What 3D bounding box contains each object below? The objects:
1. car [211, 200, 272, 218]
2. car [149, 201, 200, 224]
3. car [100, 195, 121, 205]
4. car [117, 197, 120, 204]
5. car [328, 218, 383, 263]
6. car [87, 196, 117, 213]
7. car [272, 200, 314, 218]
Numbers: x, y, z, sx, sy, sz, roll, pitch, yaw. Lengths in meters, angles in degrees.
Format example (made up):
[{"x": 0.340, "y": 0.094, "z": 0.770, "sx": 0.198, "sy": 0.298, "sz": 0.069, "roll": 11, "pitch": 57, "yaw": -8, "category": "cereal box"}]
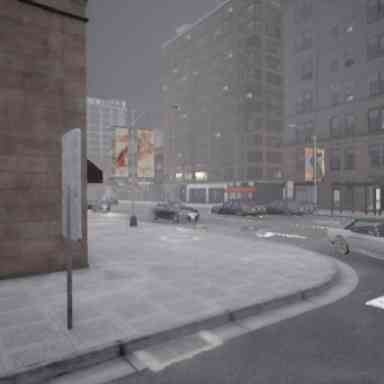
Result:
[{"x": 3.883, "y": 1.423, "z": 28.352, "sx": 2.033, "sy": 1.411, "sz": 5.357, "roll": -1, "pitch": 0, "yaw": -35, "category": "car"}, {"x": -1.350, "y": 1.427, "z": 24.146, "sx": 2.128, "sy": 1.511, "sz": 4.902, "roll": -1, "pitch": 0, "yaw": -35, "category": "car"}, {"x": -14.759, "y": 1.408, "z": 60.198, "sx": 1.882, "sy": 1.535, "sz": 5.008, "roll": -1, "pitch": 0, "yaw": -35, "category": "car"}, {"x": -13.362, "y": 1.433, "z": 52.620, "sx": 2.128, "sy": 1.511, "sz": 4.902, "roll": -1, "pitch": 0, "yaw": -35, "category": "car"}, {"x": 6.179, "y": 1.526, "z": 10.201, "sx": 1.895, "sy": 1.301, "sz": 4.718, "roll": 0, "pitch": 0, "yaw": -6, "category": "car"}, {"x": -10.669, "y": 1.459, "z": 37.286, "sx": 2.128, "sy": 1.511, "sz": 4.902, "roll": -1, "pitch": 0, "yaw": -35, "category": "car"}, {"x": 7.737, "y": 1.390, "z": 28.542, "sx": 2.033, "sy": 1.411, "sz": 5.357, "roll": -1, "pitch": 0, "yaw": -35, "category": "car"}]
